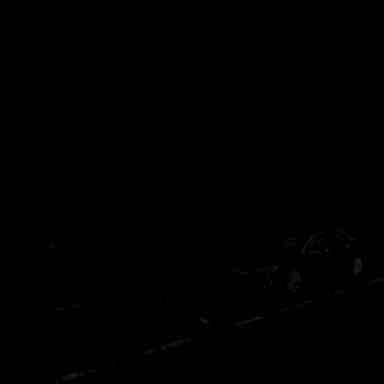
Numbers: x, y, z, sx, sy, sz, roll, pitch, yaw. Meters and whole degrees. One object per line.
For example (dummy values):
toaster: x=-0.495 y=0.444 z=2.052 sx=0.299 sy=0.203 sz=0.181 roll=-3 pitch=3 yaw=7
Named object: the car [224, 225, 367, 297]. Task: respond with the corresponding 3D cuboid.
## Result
car: x=2.785 y=1.552 z=8.517 sx=4.403 sy=1.369 sz=2.008 roll=0 pitch=0 yaw=-35
